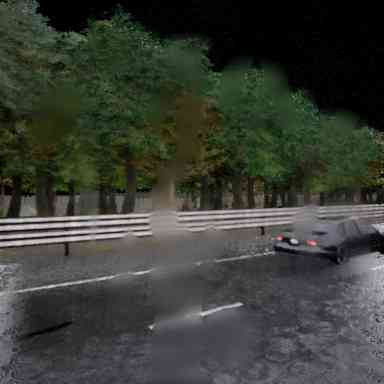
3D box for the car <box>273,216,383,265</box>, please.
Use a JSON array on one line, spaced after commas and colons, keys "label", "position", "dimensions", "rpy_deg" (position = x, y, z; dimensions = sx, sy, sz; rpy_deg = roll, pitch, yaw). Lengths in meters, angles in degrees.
[{"label": "car", "position": [5.215, 1.580, 11.760], "dimensions": [5.357, 1.411, 2.033], "rpy_deg": [0, 0, -35]}]
